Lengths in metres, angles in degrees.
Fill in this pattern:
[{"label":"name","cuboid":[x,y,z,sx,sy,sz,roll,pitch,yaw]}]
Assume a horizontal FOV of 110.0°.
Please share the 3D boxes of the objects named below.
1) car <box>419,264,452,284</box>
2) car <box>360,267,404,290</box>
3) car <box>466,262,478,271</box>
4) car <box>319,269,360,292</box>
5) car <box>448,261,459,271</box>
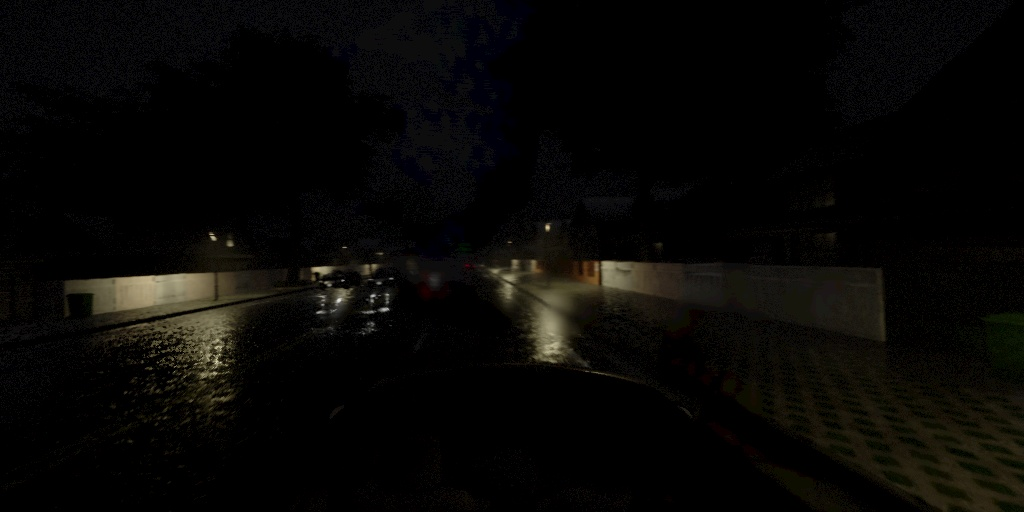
[{"label":"car","cuboid":[-6.432,1.657,30.565,1.895,1.301,4.718,-2,0,-7]},{"label":"car","cuboid":[-9.502,1.633,27.263,2.128,1.511,4.902,-2,0,-7]},{"label":"car","cuboid":[-6.594,1.742,58.734,2.033,1.411,5.357,-2,0,-7]},{"label":"car","cuboid":[-12.724,1.736,26.847,2.128,1.511,4.902,-2,0,-7]},{"label":"car","cuboid":[-10.523,1.702,64.074,2.097,1.767,4.553,-2,0,-7]}]
